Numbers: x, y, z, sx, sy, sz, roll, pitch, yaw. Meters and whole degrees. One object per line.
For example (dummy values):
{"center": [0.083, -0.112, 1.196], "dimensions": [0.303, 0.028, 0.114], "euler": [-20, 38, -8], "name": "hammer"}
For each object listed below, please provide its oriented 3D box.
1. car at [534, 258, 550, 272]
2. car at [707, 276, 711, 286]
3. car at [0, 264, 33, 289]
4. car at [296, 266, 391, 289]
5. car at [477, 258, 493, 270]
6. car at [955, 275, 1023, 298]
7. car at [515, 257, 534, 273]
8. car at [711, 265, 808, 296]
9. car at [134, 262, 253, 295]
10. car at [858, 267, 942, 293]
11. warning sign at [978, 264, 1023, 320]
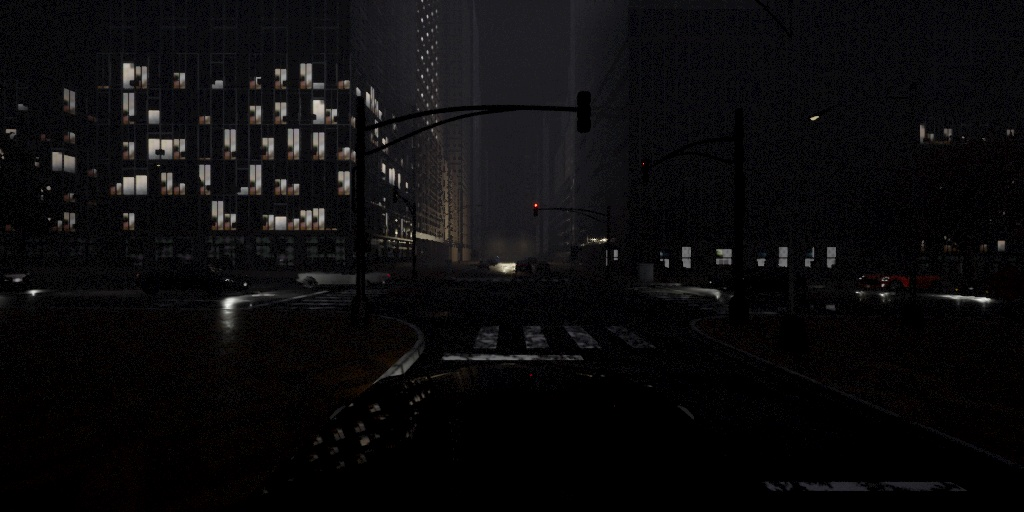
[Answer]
{"center": [3.905, 1.329, 46.238], "dimensions": [1.948, 1.339, 4.313], "euler": [0, 0, 0], "name": "car"}
{"center": [16.175, 1.591, 25.104], "dimensions": [4.674, 1.442, 1.812], "euler": [1, 0, -3], "name": "car"}
{"center": [-25.296, 0.802, 16.457], "dimensions": [4.902, 1.511, 2.128], "euler": [1, 0, -3], "name": "car"}
{"center": [-9.618, 1.195, 20.646], "dimensions": [4.718, 1.301, 1.895], "euler": [1, 0, -3], "name": "car"}
{"center": [-4.051, 1.342, 51.726], "dimensions": [1.802, 1.307, 4.207], "euler": [0, 0, 0], "name": "car"}
{"center": [30.729, 1.891, 22.530], "dimensions": [4.181, 1.385, 1.994], "euler": [1, 0, -3], "name": "car"}
{"center": [1.350, 1.242, 43.545], "dimensions": [1.882, 1.535, 5.008], "euler": [0, 0, 0], "name": "car"}
{"center": [15.132, 1.400, 21.802], "dimensions": [4.553, 1.767, 2.097], "euler": [1, 0, -3], "name": "car"}
{"center": [-14.958, 1.026, 16.940], "dimensions": [4.674, 1.442, 1.812], "euler": [1, 0, -1], "name": "car"}
{"center": [27.631, 1.623, 25.639], "dimensions": [4.553, 1.767, 2.097], "euler": [1, 0, -3], "name": "car"}
{"center": [17.269, 1.204, 12.442], "dimensions": [1.060, 1.860, 1.300], "euler": [0, 0, -3], "name": "warning sign"}
